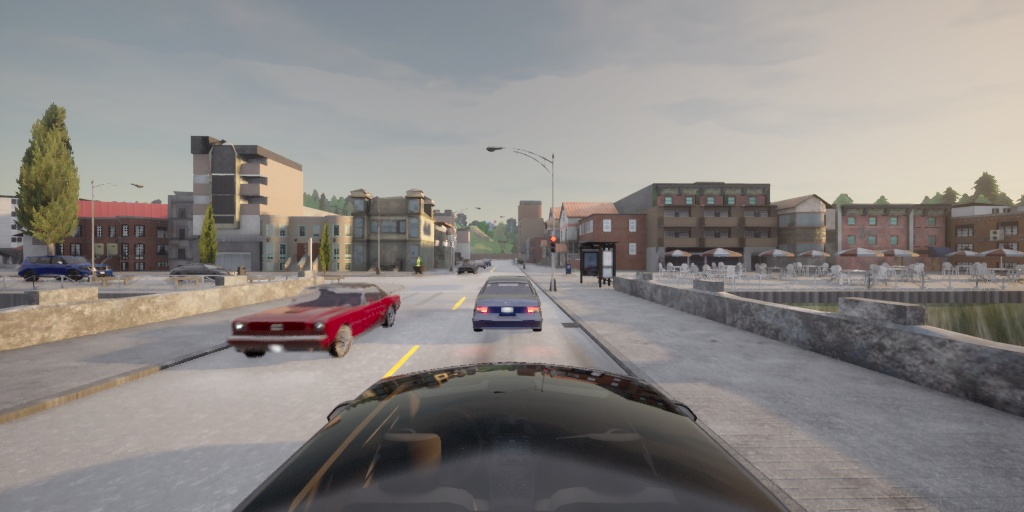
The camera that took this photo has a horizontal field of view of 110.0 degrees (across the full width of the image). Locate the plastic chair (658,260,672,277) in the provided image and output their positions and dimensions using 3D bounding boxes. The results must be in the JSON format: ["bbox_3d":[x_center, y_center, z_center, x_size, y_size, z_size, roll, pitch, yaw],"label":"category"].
[{"bbox_3d":[14.163,1.279,33.491,0.730,1.272,0.750,0,0,-1],"label":"plastic chair"}]

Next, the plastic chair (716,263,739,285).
[{"bbox_3d":[14.609,1.279,24.297,0.750,1.272,0.730,0,0,-1],"label":"plastic chair"}]

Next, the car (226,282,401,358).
[{"bbox_3d":[-4.243,1.351,8.623,1.895,1.301,4.718,0,0,-1],"label":"car"}]

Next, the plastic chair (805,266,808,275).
[{"bbox_3d":[28.236,1.279,35.315,0.730,1.272,0.750,0,0,-1],"label":"plastic chair"}]

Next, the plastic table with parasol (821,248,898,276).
[{"bbox_3d":[23.410,0.675,24.287,2.482,2.480,2.482,0,0,-1],"label":"plastic table with parasol"}]

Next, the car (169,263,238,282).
[{"bbox_3d":[-24.344,1.276,28.442,4.674,1.442,1.812,0,0,-1],"label":"car"}]

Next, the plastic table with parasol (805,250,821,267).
[{"bbox_3d":[29.666,0.675,35.307,2.482,2.480,2.482,0,0,-1],"label":"plastic table with parasol"}]

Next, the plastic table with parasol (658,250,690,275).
[{"bbox_3d":[15.385,0.675,33.391,2.482,2.480,2.482,0,0,-1],"label":"plastic table with parasol"}]

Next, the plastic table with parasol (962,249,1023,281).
[{"bbox_3d":[37.353,0.675,27.368,2.482,2.480,2.482,0,0,-1],"label":"plastic table with parasol"}]

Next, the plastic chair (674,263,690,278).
[{"bbox_3d":[15.285,1.279,32.109,0.750,1.272,0.730,0,0,-1],"label":"plastic chair"}]

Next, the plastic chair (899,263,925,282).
[{"bbox_3d":[30.069,1.279,26.942,0.750,1.272,0.730,0,0,-1],"label":"plastic chair"}]

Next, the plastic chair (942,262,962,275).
[{"bbox_3d":[44.916,1.279,36.679,0.730,1.272,0.750,0,0,-1],"label":"plastic chair"}]

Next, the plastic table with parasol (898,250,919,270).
[{"bbox_3d":[30.058,0.675,28.222,2.482,2.480,2.482,0,0,-1],"label":"plastic table with parasol"}]

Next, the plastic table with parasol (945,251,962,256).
[{"bbox_3d":[46.118,0.675,36.578,2.482,2.480,2.482,0,0,-1],"label":"plastic table with parasol"}]

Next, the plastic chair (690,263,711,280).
[{"bbox_3d":[13.487,1.279,25.680,0.730,1.272,0.750,0,0,-1],"label":"plastic chair"}]

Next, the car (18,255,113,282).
[{"bbox_3d":[-35.075,0.971,28.255,5.566,2.045,2.150,0,0,-1],"label":"car"}]

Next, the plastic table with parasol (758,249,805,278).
[{"bbox_3d":[22.412,0.675,30.472,2.482,2.480,2.482,0,0,-1],"label":"plastic table with parasol"}]

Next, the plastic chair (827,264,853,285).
[{"bbox_3d":[22.209,1.279,24.318,0.730,1.272,0.750,0,0,-1],"label":"plastic chair"}]

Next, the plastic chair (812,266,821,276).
[{"bbox_3d":[29.358,1.279,33.932,0.750,1.272,0.730,0,0,-1],"label":"plastic chair"}]

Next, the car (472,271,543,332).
[{"bbox_3d":[-0.119,1.297,10.834,2.033,1.411,5.357,0,0,0],"label":"car"}]

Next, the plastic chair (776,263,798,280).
[{"bbox_3d":[22.333,1.279,29.120,0.750,1.272,0.730,0,0,-1],"label":"plastic chair"}]

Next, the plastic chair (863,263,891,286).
[{"bbox_3d":[23.331,1.279,22.935,0.750,1.272,0.730,0,0,-1],"label":"plastic chair"}]

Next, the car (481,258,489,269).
[{"bbox_3d":[-4.967,1.275,54.469,1.812,1.442,4.674,0,0,-1],"label":"car"}]

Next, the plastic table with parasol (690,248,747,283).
[{"bbox_3d":[14.759,0.675,25.560,2.482,2.480,2.482,0,0,-1],"label":"plastic table with parasol"}]

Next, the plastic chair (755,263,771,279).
[{"bbox_3d":[21.211,1.279,30.503,0.730,1.272,0.750,0,0,-1],"label":"plastic chair"}]

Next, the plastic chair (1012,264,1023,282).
[{"bbox_3d":[37.384,1.279,26.058,0.750,1.272,0.730,0,0,-1],"label":"plastic chair"}]

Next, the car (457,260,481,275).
[{"bbox_3d":[-4.722,1.351,38.582,1.895,1.301,4.718,0,0,-1],"label":"car"}]

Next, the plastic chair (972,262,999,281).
[{"bbox_3d":[36.224,1.279,27.438,0.730,1.272,0.750,0,0,-1],"label":"plastic chair"}]
